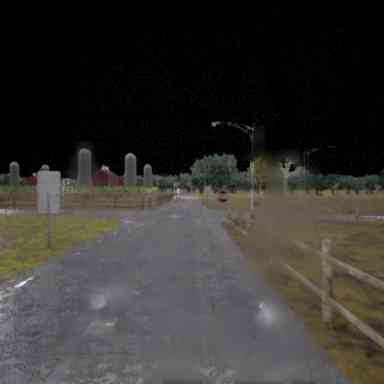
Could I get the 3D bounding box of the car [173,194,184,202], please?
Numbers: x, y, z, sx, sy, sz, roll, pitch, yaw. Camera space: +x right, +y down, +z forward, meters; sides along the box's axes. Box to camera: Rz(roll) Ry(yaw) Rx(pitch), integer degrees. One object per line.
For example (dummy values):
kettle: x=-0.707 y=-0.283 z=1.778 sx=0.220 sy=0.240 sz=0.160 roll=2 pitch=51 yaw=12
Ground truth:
car: x=-2.744 y=1.132 z=69.767 sx=2.097 sy=1.767 sz=4.553 roll=0 pitch=0 yaw=0
